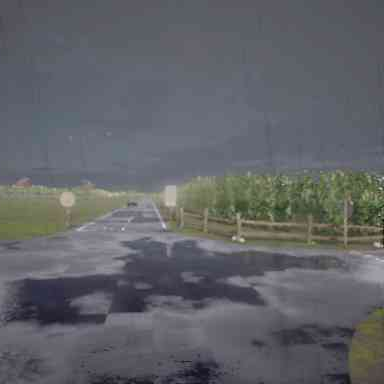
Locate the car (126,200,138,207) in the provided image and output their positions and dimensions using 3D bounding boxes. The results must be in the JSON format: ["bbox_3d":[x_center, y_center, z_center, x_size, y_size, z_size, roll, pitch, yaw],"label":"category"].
[{"bbox_3d":[-10.892,2.052,60.448,1.895,1.301,4.718,0,-1,-7],"label":"car"}]
